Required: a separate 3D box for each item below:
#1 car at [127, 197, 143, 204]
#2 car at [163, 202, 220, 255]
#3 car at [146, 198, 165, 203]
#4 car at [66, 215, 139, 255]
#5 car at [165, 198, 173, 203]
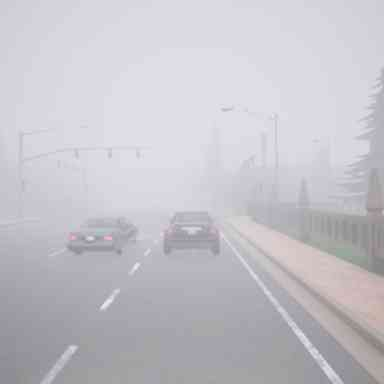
[{"bbox_3d":[-14.754,2.275,85.119,1.882,1.535,5.008,0,-1,-25],"label":"car"},{"bbox_3d":[-0.010,1.483,14.084,2.097,1.767,4.553,0,-1,0],"label":"car"},{"bbox_3d":[-10.074,2.442,91.097,1.895,1.301,4.718,0,-1,-32],"label":"car"},{"bbox_3d":[-3.512,1.679,13.985,2.033,1.411,5.357,0,-1,0],"label":"car"},{"bbox_3d":[-7.133,2.370,93.007,1.837,1.490,4.892,0,-1,-32],"label":"car"}]
